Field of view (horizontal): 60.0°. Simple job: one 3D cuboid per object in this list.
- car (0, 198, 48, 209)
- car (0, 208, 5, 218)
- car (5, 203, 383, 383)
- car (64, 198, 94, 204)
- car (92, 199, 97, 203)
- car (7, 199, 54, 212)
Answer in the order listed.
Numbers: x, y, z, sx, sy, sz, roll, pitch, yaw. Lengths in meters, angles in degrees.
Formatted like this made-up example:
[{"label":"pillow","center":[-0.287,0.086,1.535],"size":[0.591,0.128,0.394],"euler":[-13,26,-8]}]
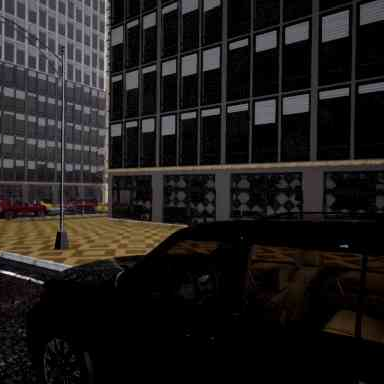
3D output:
[{"label":"car","center":[-16.096,1.519,31.041],"size":[2.192,1.841,5.009],"euler":[1,0,37]},{"label":"car","center":[-7.263,1.348,8.895],"size":[4.553,1.767,2.097],"euler":[0,0,36]},{"label":"car","center":[0.717,1.221,3.172],"size":[5.566,2.045,2.150],"euler":[0,0,36]},{"label":"car","center":[-14.423,1.555,42.979],"size":[2.097,1.767,4.553],"euler":[1,0,37]},{"label":"car","center":[-9.268,1.829,40.230],"size":[1.752,1.417,4.829],"euler":[1,0,37]},{"label":"car","center":[-19.563,1.642,40.428],"size":[1.752,1.417,4.829],"euler":[1,0,37]}]
